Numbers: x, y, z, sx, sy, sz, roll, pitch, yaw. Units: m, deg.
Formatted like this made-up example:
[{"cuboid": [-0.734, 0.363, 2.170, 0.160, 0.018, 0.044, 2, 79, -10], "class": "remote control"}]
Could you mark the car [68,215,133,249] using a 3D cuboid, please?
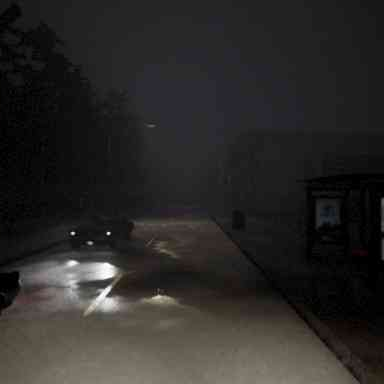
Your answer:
[{"cuboid": [-4.075, 1.769, 15.556, 1.895, 1.301, 4.718, 0, -1, 0], "class": "car"}]

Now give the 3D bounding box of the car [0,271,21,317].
[{"cuboid": [-4.097, 1.645, 3.933, 1.895, 1.301, 4.718, 0, -1, 0], "class": "car"}]
